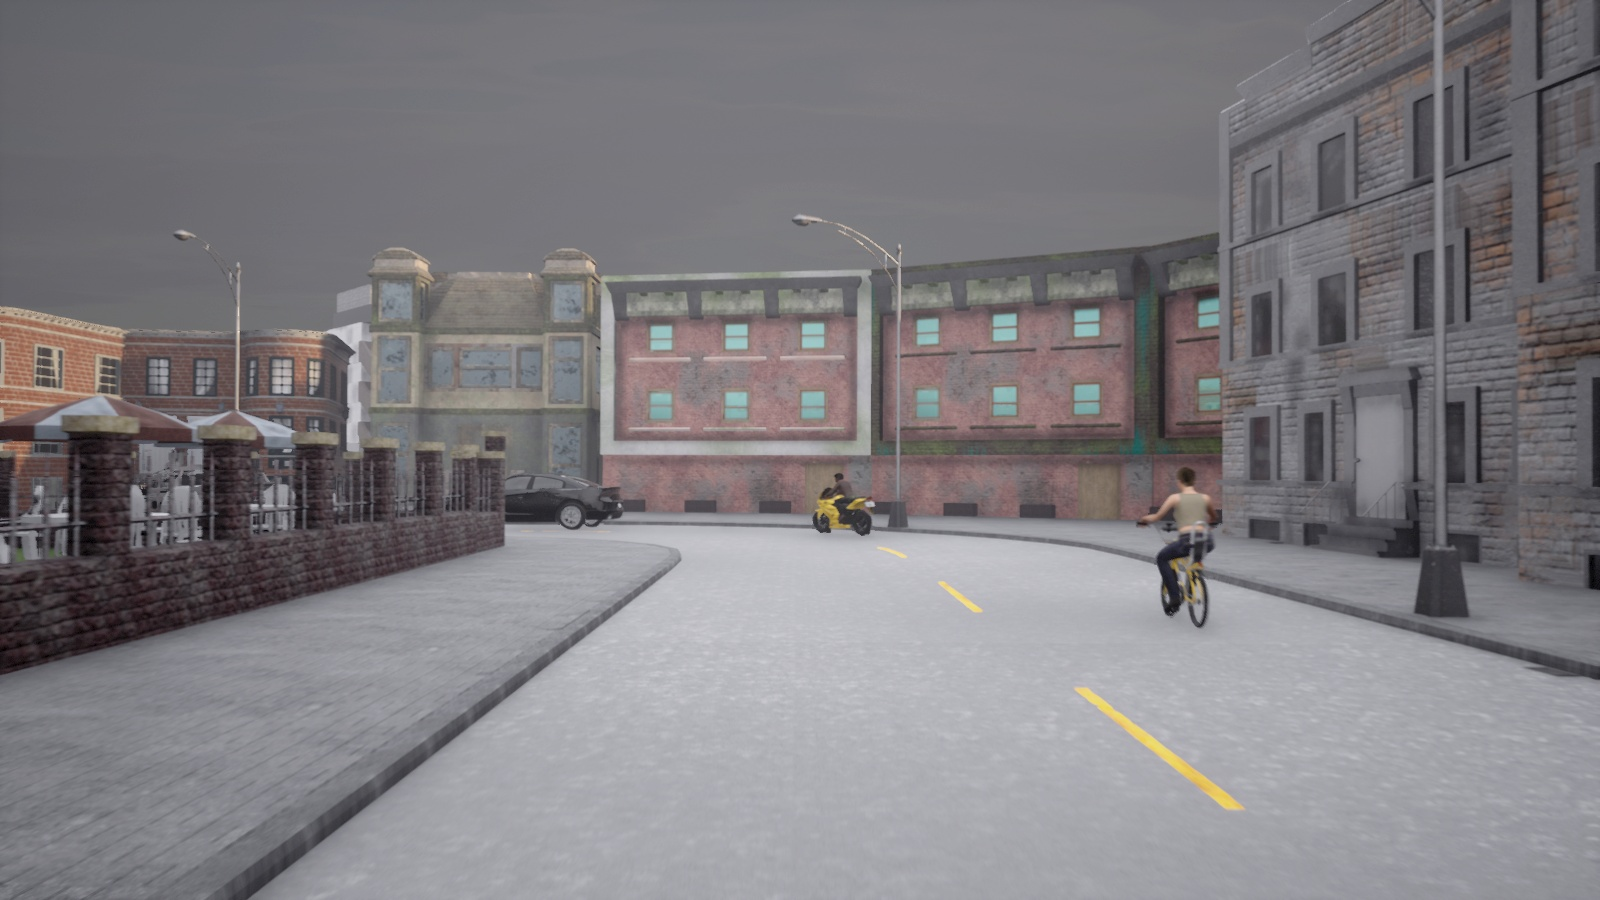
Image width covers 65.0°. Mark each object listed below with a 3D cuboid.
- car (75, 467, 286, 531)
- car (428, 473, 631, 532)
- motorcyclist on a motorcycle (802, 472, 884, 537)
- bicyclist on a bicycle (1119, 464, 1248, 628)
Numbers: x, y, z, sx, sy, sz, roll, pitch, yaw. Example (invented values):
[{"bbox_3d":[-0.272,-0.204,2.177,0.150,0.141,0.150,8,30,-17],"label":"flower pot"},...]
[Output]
[{"bbox_3d":[-16.683,1.296,34.009,4.611,1.667,2.242,0,-1,0],"label":"car"},{"bbox_3d":[-7.271,1.391,33.949,5.008,1.535,1.882,0,-1,7],"label":"car"},{"bbox_3d":[1.026,1.306,30.546,0.797,1.523,2.044,0,-1,-42],"label":"motorcyclist on a motorcycle"},{"bbox_3d":[3.973,0.955,13.144,0.866,1.612,1.509,0,-1,0],"label":"bicyclist on a bicycle"}]
